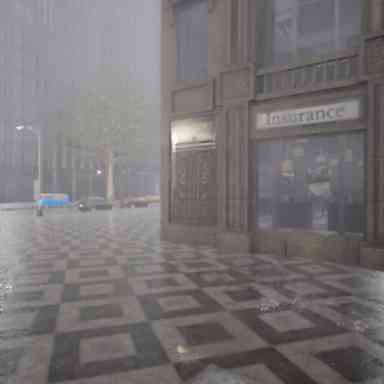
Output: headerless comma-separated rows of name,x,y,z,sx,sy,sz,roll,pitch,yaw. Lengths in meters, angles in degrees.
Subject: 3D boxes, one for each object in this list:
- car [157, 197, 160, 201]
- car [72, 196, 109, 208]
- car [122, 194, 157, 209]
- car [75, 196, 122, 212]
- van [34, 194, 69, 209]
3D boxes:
car,-7.177,1.090,53.845,1.752,1.417,4.829,1,2,36
car,-13.657,1.268,44.871,2.008,1.369,4.403,1,1,36
car,-6.739,1.297,39.887,1.887,1.381,4.507,1,2,36
car,-10.027,1.388,35.334,1.947,1.339,4.313,1,1,36
van,-16.944,1.128,40.314,1.690,1.788,3.998,1,1,36
